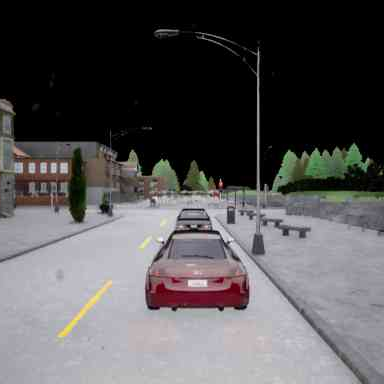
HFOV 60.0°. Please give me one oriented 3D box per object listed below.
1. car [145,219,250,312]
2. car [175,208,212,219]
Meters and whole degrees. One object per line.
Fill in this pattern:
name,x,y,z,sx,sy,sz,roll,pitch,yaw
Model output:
car,0.091,1.564,7.819,1.994,1.385,4.181,0,0,0
car,0.074,1.547,17.055,2.033,1.411,5.357,0,0,0
